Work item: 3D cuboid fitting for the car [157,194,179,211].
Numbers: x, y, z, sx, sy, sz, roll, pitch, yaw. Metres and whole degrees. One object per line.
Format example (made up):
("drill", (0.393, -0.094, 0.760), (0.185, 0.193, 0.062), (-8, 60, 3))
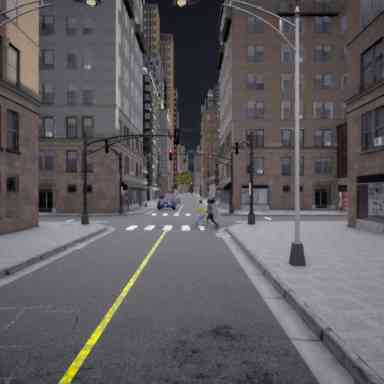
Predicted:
("car", (-3.128, 1.236, 41.978), (2.150, 2.045, 5.566), (0, 0, 0))

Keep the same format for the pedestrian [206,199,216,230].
("pedestrian", (1.087, 1.298, 19.798), (0.375, 1.860, 0.375), (0, 0, 0))

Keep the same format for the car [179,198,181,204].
("car", (-3.099, 1.574, 62.427), (2.033, 1.411, 5.357), (0, 0, 0))

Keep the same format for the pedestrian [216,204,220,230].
("pedestrian", (1.405, 1.298, 20.474), (0.375, 1.860, 0.375), (0, 0, 0))

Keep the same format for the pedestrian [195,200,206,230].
("pedestrian", (0.497, 1.298, 19.259), (0.375, 1.860, 0.375), (0, 0, 0))
